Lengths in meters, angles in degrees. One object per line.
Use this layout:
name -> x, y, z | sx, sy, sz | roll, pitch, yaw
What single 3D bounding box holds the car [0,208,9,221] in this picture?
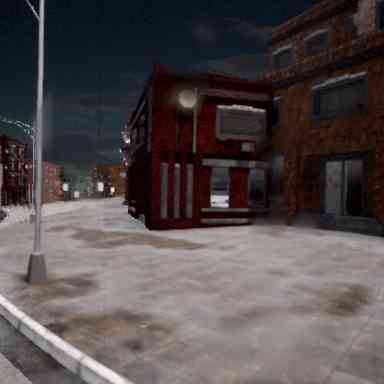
car -> -16.279, 1.691, 26.384 | 2.033, 1.411, 5.357 | 1, -1, -12
